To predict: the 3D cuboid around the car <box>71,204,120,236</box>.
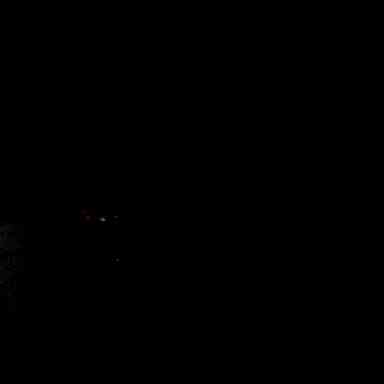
[{"bbox_3d":[-5.905,1.566,20.118,2.097,1.767,4.553,-1,0,-28],"label":"car"}]
